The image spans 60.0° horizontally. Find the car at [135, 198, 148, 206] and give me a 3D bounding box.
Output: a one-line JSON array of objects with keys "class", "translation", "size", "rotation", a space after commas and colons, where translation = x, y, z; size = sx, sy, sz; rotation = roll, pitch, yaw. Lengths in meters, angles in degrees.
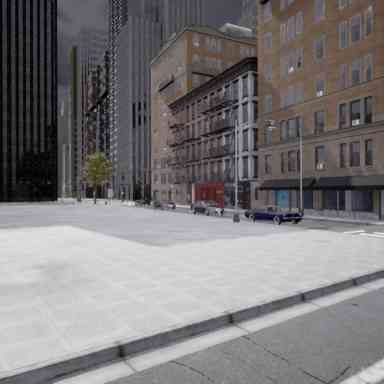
[{"class": "car", "translation": [-9.233, 1.817, 61.942], "size": [1.837, 1.490, 4.892], "rotation": [0, 0, -27]}]

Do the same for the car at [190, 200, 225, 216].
[{"class": "car", "translation": [1.504, 1.632, 34.099], "size": [2.128, 1.511, 4.902], "rotation": [0, 0, -26]}]

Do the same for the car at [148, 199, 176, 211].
[{"class": "car", "translation": [-3.721, 1.699, 44.723], "size": [2.128, 1.511, 4.902], "rotation": [0, 0, -26]}]

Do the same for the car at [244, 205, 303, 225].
[{"class": "car", "translation": [6.019, 1.687, 24.957], "size": [1.895, 1.301, 4.718], "rotation": [0, 0, -26]}]
